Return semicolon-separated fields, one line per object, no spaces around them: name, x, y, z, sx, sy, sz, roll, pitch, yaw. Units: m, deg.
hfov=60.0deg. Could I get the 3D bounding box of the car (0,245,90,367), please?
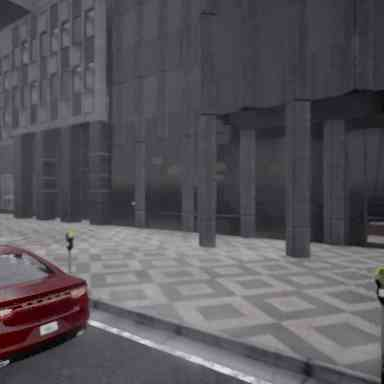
car;-3.574;1.538;5.393;4.507;1.381;1.887;0;0;35
